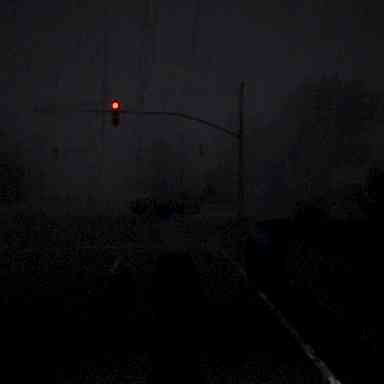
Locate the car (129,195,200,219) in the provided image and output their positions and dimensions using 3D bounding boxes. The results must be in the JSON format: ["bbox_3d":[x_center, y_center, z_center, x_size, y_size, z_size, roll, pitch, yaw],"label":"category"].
[{"bbox_3d":[-1.892,0.993,23.289,4.902,1.511,2.128,-1,2,-17],"label":"car"}]

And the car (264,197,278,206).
[{"bbox_3d":[10.753,0.886,38.140,4.718,1.301,1.895,1,1,-17],"label":"car"}]

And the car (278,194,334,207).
[{"bbox_3d":[12.237,0.949,34.933,5.357,1.411,2.033,1,1,-17],"label":"car"}]
